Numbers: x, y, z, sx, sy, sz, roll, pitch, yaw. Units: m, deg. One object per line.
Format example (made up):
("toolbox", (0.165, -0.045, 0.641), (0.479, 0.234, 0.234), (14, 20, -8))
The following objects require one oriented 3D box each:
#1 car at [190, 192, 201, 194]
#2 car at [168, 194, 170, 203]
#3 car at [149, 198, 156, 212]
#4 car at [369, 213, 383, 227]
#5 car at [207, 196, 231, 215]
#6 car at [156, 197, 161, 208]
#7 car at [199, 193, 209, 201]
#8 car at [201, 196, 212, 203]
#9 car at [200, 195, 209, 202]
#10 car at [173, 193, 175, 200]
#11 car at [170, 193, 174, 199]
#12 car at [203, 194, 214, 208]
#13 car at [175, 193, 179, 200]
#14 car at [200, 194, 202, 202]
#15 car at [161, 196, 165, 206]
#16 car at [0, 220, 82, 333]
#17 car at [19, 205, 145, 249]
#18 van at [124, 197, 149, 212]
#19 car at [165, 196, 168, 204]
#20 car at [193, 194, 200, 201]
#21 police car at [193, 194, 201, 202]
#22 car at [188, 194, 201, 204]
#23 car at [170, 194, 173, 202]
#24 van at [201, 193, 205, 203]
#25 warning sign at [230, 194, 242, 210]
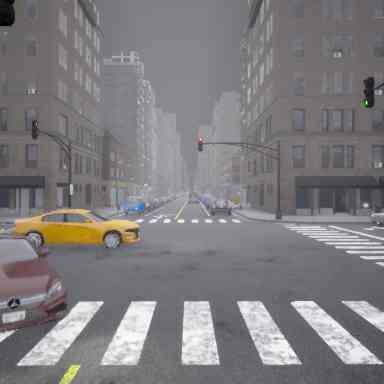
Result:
("car", (0.319, 1.039, 72.949), (2.150, 2.045, 5.566), (0, 0, 0))
("car", (-5.590, 1.527, 61.551), (1.752, 1.417, 4.829), (0, 0, 0))
("car", (-5.690, 1.443, 39.048), (1.967, 1.590, 4.097), (0, 0, 0))
("car", (13.754, 1.615, 20.677), (4.718, 1.301, 1.895), (0, 0, 0))
("car", (2.811, 1.442, 33.344), (1.967, 1.590, 4.097), (0, 0, 0))
("car", (-5.664, 1.569, 44.716), (1.947, 1.339, 4.313), (0, 0, 0))
("car", (3.036, 1.309, 84.367), (2.192, 1.841, 5.009), (0, 0, 0))
("car", (2.962, 1.551, 67.359), (2.008, 1.369, 4.403), (0, 0, 0))
("car", (3.012, 1.437, 78.698), (1.967, 1.590, 4.097), (0, 0, 0))
("car", (-5.515, 1.522, 78.556), (1.752, 1.417, 4.829), (0, 0, 0))
("car", (-5.539, 1.543, 73.057), (1.887, 1.381, 4.507), (0, 0, 0))
("car", (2.861, 1.443, 44.682), (1.967, 1.590, 4.097), (0, 0, 0))
("car", (-5.464, 1.307, 90.062), (2.192, 1.841, 5.009), (0, 0, 0))
("car", (2.937, 1.527, 61.860), (1.752, 1.417, 4.829), (0, 0, 0))
("car", (-5.639, 1.585, 50.385), (1.802, 1.307, 4.206), (0, 0, 0))
("car", (-3.984, 1.528, 6.594), (1.812, 1.442, 4.674), (2, -1, -38))
("car", (-4.718, 1.473, 13.877), (5.008, 1.535, 1.882), (0, 0, 0))
("van", (-5.715, 1.343, 33.380), (1.690, 1.788, 3.998), (0, 0, 0))
("car", (-5.615, 1.569, 56.053), (1.947, 1.339, 4.313), (0, 0, 0))
("car", (1.179, 1.448, 89.537), (1.801, 1.575, 5.366), (0, 0, 0))
("police car", (1.144, 1.421, 79.442), (1.930, 1.638, 5.238), (0, 0, -1))
("car", (0.275, 1.566, 62.915), (1.994, 1.385, 4.181), (0, 0, 0))
("car", (-5.564, 1.566, 67.389), (1.947, 1.339, 4.313), (0, 0, 0))
("van", (2.911, 1.344, 56.021), (1.690, 1.788, 3.998), (0, 0, 0))
("warning sign", (5.239, 1.118, 39.328), (1.300, 1.860, 1.060), (0, 0, 0))
